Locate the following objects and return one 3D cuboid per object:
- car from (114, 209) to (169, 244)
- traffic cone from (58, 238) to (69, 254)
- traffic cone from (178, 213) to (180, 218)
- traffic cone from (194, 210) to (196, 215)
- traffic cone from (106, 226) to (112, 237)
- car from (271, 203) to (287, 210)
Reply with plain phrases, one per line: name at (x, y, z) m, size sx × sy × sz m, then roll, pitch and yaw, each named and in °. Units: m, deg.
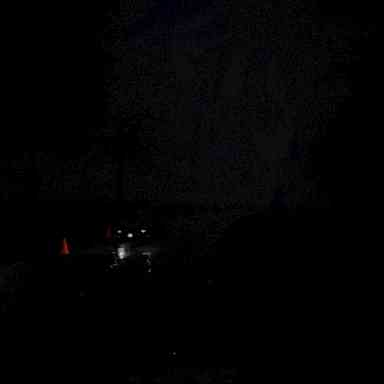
car at (-2.423, 1.673, 16.986) m, size 1.837 × 1.490 × 4.892 m, roll -1°, pitch 0°, yaw 7°
traffic cone at (-5.064, 2.123, 13.188) m, size 0.340 × 0.580 × 0.340 m, roll -1°, pitch -1°, yaw 4°
traffic cone at (-1.307, 2.311, 33.449) m, size 0.340 × 0.580 × 0.340 m, roll -1°, pitch -1°, yaw 17°
traffic cone at (0.384, 2.389, 38.328) m, size 0.340 × 0.580 × 0.340 m, roll -1°, pitch -2°, yaw 21°
traffic cone at (-4.583, 2.172, 18.328) m, size 0.340 × 0.580 × 0.340 m, roll -1°, pitch -1°, yaw 7°
car at (16.404, 2.751, 62.390) m, size 1.994 × 1.385 × 4.181 m, roll -2°, pitch -3°, yaw 32°
